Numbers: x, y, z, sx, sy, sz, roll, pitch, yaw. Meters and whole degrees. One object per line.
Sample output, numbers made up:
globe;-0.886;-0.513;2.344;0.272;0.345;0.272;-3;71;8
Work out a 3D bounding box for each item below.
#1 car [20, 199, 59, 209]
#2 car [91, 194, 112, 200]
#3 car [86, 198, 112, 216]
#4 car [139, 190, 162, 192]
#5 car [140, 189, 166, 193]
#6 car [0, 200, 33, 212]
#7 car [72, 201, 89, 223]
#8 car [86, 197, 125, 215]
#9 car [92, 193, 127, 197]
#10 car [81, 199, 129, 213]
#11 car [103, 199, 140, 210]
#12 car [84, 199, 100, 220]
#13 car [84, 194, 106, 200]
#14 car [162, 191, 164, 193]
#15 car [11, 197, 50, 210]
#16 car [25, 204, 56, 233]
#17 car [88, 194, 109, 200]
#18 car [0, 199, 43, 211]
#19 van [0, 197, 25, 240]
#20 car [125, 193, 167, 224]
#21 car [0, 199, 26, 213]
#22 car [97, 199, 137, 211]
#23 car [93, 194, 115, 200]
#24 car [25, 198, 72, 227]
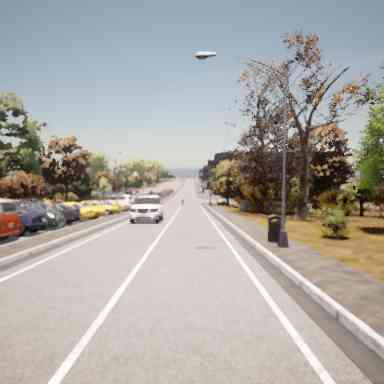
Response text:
car;-23.296;1.777;51.057;5.008;1.535;2.097;0;-1;0
car;-23.548;1.291;86.524;4.792;1.488;2.163;0;0;0
car;-10.061;1.565;28.842;5.366;1.575;1.946;0;-1;0
car;-10.476;1.139;83.781;4.553;1.767;2.185;0;0;0
car;-10.463;1.001;89.352;5.566;2.045;2.435;0;0;0
car;-23.308;1.738;42.870;4.674;1.452;2.002;0;-1;0
car;-10.246;1.534;23.422;4.892;1.521;2.231;0;0;0
car;-10.054;1.617;34.515;5.366;1.575;1.946;0;-1;0
car;-10.259;1.448;42.846;5.566;2.045;2.435;0;-1;0
car;-10.419;1.670;40.067;5.366;1.575;1.946;0;-1;0
car;-10.195;1.782;48.395;4.792;1.488;2.163;0;-1;0
car;-10.434;1.545;26.190;5.366;1.575;1.946;0;0;0
car;-23.533;1.297;80.826;4.674;1.452;2.002;0;0;0
car;-10.434;1.263;86.560;5.008;1.535;2.097;0;0;0
car;-23.336;1.625;48.287;4.553;1.767;2.185;0;-1;0
car;-10.287;1.549;17.869;4.792;1.488;2.163;0;0;0
car;-23.528;1.303;83.611;4.674;1.452;2.002;0;0;0
car;-23.278;1.755;45.640;4.792;1.488;2.163;0;-1;0
van;-10.378;1.291;15.093;4.442;1.987;1.878;0;0;0
car;-3.400;1.282;25.728;2.150;2.045;5.566;0;0;0
car;-23.128;1.669;40.100;5.366;1.575;1.946;0;-1;0
car;-10.233;1.726;45.619;5.008;1.535;2.097;0;-1;0
car;-23.700;1.247;89.316;5.366;1.575;1.946;0;0;0
car;-10.286;1.399;20.643;4.553;1.767;2.185;0;0;0
